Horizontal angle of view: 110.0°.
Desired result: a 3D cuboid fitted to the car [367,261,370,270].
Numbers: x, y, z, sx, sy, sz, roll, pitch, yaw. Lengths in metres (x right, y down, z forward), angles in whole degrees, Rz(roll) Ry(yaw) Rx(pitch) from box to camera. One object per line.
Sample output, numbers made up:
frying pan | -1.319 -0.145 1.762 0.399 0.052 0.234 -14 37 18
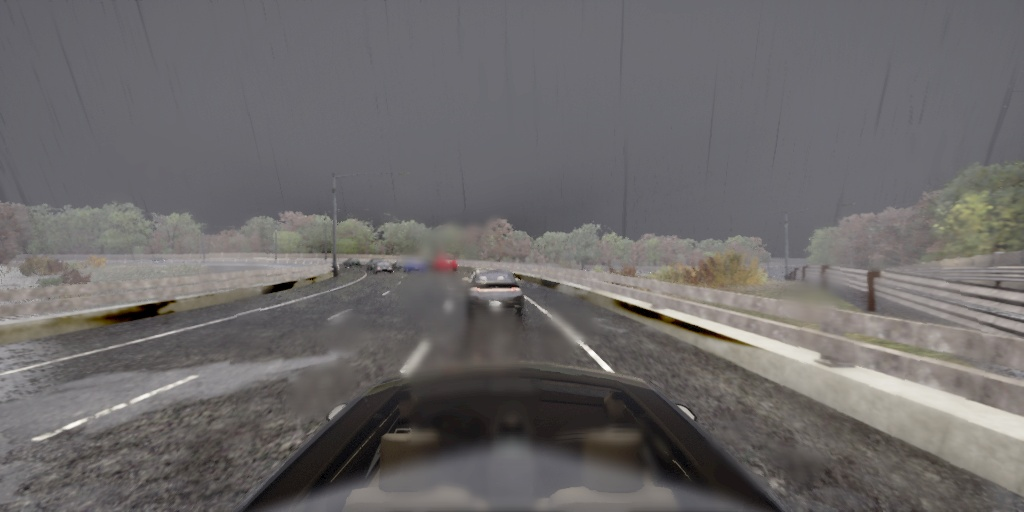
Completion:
car | -19.059 1.133 50.299 2.097 1.767 4.553 0 0 -29

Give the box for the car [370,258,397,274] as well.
car | -14.671 1.318 40.756 2.033 1.411 5.357 0 0 -24

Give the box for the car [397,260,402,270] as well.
car | -15.944 1.321 51.898 1.994 1.385 4.181 0 0 -29

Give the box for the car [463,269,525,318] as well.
car | -0.717 1.224 13.022 2.128 1.511 4.902 0 0 -6

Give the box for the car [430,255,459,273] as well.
car | -8.017 0.942 42.972 2.150 2.045 5.566 0 0 -24

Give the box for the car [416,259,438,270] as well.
car | -12.657 1.238 53.176 1.837 1.490 4.892 0 1 -29

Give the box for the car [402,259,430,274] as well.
car | -11.163 1.223 41.438 1.882 1.535 5.008 0 0 -24
